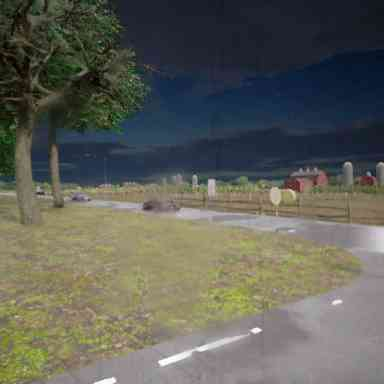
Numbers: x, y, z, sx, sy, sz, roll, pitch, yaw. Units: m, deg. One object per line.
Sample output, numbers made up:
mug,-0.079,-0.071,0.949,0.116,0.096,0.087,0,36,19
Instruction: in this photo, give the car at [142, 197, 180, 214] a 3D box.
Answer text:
car,-2.864,1.141,30.262,1.994,1.385,4.181,-1,2,-36

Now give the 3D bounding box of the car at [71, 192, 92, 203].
car,-16.305,0.750,48.935,2.128,1.511,4.902,-1,1,-35

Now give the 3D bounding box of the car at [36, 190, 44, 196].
car,-39.537,0.207,85.695,1.882,1.535,5.008,-1,1,-36
